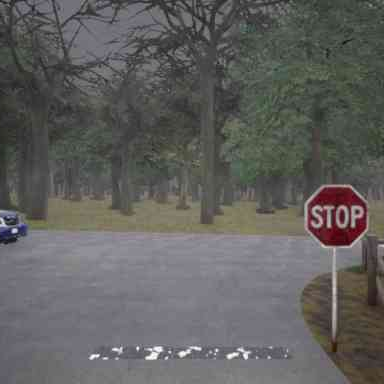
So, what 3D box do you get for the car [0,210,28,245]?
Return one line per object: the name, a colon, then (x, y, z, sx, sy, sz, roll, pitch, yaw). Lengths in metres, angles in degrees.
car: (-9.255, 1.035, 12.773, 5.566, 2.045, 2.150, 1, 0, 10)
